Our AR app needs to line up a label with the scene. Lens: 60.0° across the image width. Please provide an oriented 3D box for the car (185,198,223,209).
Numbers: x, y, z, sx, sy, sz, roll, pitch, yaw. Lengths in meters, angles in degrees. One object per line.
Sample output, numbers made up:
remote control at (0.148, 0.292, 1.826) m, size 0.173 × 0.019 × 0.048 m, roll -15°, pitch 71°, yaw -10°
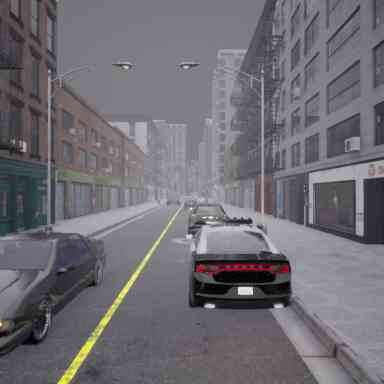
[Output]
car at (0.843, 1.363, 17.942) m, size 2.097 × 1.767 × 4.553 m, roll 0°, pitch 0°, yaw 0°

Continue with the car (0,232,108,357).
car at (-3.122, 1.550, 6.624) m, size 2.033 × 1.411 × 5.357 m, roll 0°, pitch 0°, yaw 0°

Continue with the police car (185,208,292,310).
police car at (0.876, 1.429, 8.081) m, size 1.930 × 1.638 × 5.238 m, roll 0°, pitch 0°, yaw 0°

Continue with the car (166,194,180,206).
car at (-3.182, 1.312, 57.115) m, size 2.150 × 2.045 × 5.566 m, roll 0°, pitch 0°, yaw 0°

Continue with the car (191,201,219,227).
car at (0.824, 1.476, 24.162) m, size 1.801 × 1.575 × 5.366 m, roll 0°, pitch 0°, yaw 0°
